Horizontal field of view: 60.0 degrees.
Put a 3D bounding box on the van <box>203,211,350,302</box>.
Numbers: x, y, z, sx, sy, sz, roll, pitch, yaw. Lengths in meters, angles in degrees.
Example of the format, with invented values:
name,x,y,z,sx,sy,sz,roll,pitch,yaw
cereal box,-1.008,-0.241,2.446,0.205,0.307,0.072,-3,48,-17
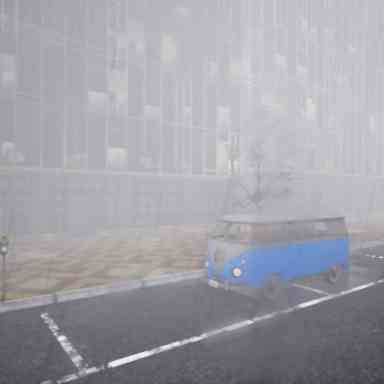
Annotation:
name,x,y,z,sx,sy,sz,roll,pitch,yaw
van,2.159,1.383,8.102,3.998,1.788,1.690,0,0,-36
